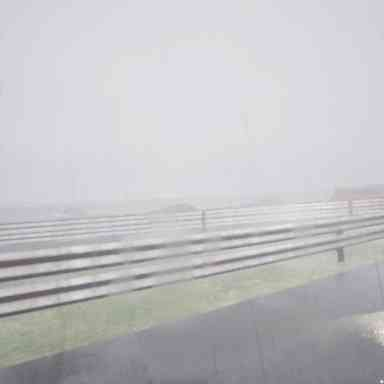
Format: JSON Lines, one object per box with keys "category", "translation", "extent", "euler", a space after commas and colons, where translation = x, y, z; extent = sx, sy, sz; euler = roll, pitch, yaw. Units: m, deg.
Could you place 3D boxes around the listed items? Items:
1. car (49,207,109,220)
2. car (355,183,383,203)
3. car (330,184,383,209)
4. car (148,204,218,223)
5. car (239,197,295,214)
{"category": "car", "translation": [-9.435, 1.963, 28.027], "extent": [4.718, 1.301, 1.895], "euler": [-3, 1, -18]}
{"category": "car", "translation": [21.855, 0.030, 38.372], "extent": [5.566, 2.045, 2.150], "euler": [-3, 1, -18]}
{"category": "car", "translation": [14.575, 0.535, 28.591], "extent": [5.566, 2.045, 2.150], "euler": [-3, 1, -18]}
{"category": "car", "translation": [-0.622, 1.550, 23.567], "extent": [5.008, 1.535, 1.882], "euler": [-3, 1, -18]}
{"category": "car", "translation": [6.805, 1.169, 29.710], "extent": [5.357, 1.411, 2.033], "euler": [-3, 1, -18]}
